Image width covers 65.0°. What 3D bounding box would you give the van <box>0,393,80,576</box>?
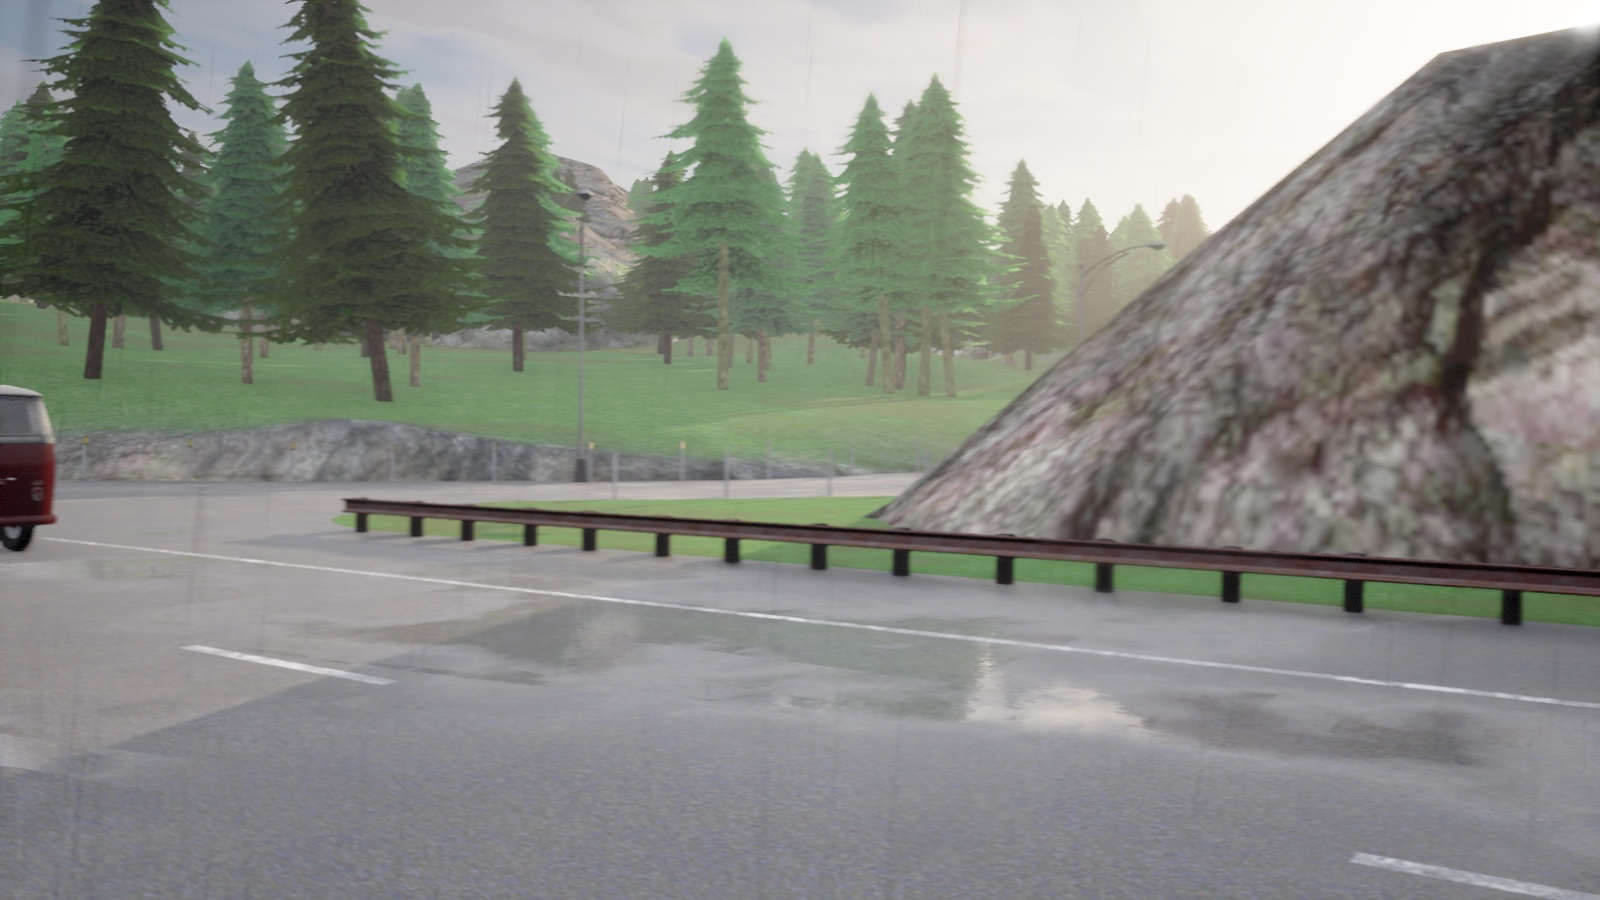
[{"bbox_3d":[-10.592,0.378,14.857,4.442,1.987,1.775,0,1,34],"label":"van"}]
